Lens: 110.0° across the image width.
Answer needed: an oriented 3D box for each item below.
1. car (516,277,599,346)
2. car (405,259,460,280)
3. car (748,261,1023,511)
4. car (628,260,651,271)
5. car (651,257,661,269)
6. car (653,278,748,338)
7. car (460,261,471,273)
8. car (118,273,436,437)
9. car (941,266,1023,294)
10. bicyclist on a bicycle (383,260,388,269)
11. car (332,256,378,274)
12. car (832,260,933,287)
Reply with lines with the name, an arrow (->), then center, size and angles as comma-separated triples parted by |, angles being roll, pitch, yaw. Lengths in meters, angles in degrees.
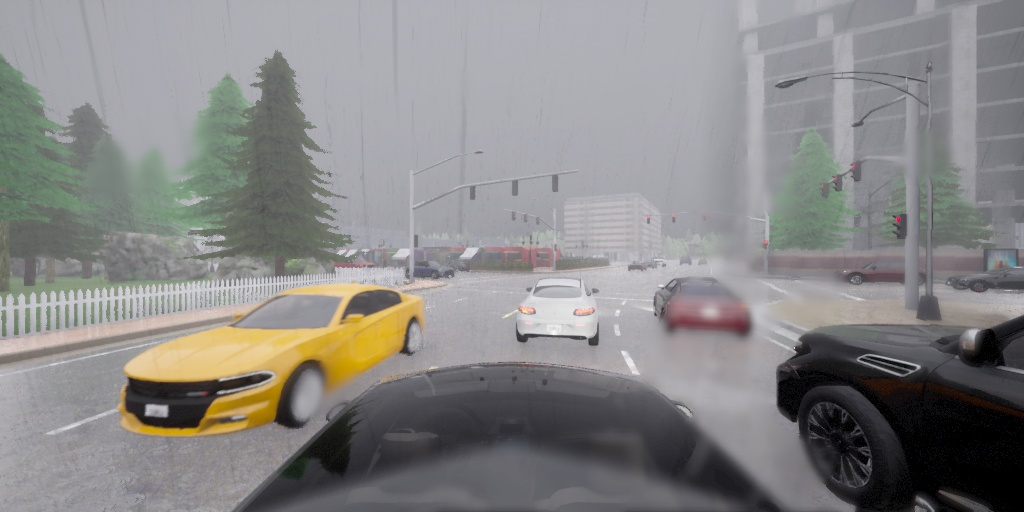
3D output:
car -> 1.285, 1.276, 9.432 | 1.812, 1.442, 4.674 | 0, 0, 11
car -> -7.286, 1.157, 31.969 | 4.553, 1.767, 2.097 | 0, 0, 30
car -> 3.737, 0.971, 1.208 | 2.150, 2.045, 5.566 | 0, 0, 0
car -> 17.057, 1.351, 48.593 | 1.895, 1.301, 4.718 | 0, 0, 29
car -> 22.155, 1.297, 57.681 | 2.033, 1.411, 5.357 | 0, 0, 30
car -> 5.307, 1.314, 10.435 | 1.994, 1.385, 4.181 | 0, 0, 17
car -> -7.362, 1.310, 44.322 | 4.892, 1.490, 1.837 | 0, 0, 30
car -> -3.097, 1.227, 5.950 | 1.882, 1.535, 5.008 | 0, 0, 8
car -> 28.023, 1.331, 20.145 | 4.674, 1.442, 1.812 | 0, 0, 29
bicyclist on a bicycle -> -15.686, 1.258, 44.313 | 0.582, 1.620, 1.656 | 0, 0, -22
car -> -16.372, 1.028, 37.136 | 5.566, 2.045, 2.150 | 0, 0, 30
car -> 25.942, 1.157, 25.380 | 4.553, 1.767, 2.097 | 0, 0, 30
